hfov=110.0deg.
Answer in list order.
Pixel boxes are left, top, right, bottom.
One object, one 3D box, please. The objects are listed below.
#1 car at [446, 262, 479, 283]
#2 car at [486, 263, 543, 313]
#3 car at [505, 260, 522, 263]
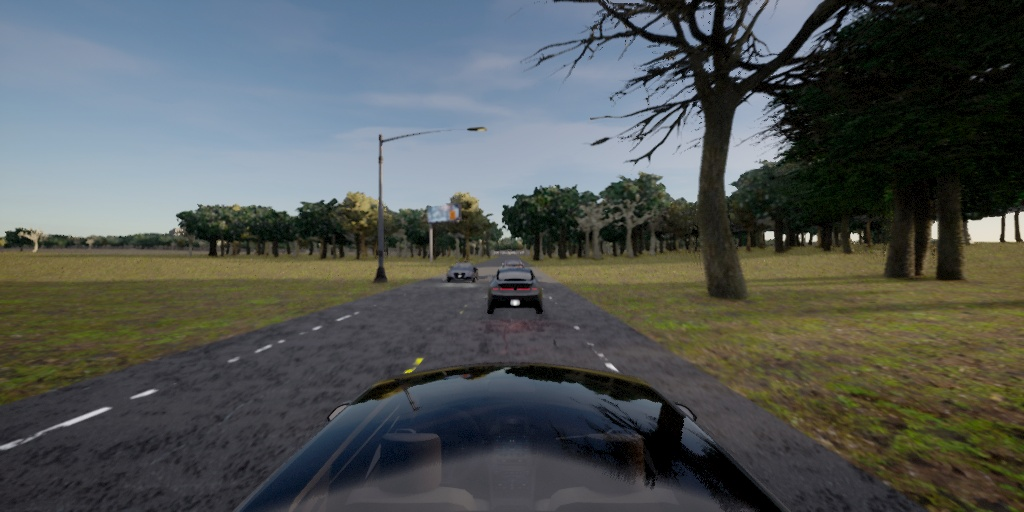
[{"bbox_3d":[-3.531,1.158,26.252,1.994,1.385,4.181,0,0,1],"label":"car"},{"bbox_3d":[0.101,1.178,13.526,1.837,1.490,4.892,0,0,0],"label":"car"},{"bbox_3d":[0.103,1.053,31.481,2.128,1.511,4.902,0,0,0],"label":"car"}]
